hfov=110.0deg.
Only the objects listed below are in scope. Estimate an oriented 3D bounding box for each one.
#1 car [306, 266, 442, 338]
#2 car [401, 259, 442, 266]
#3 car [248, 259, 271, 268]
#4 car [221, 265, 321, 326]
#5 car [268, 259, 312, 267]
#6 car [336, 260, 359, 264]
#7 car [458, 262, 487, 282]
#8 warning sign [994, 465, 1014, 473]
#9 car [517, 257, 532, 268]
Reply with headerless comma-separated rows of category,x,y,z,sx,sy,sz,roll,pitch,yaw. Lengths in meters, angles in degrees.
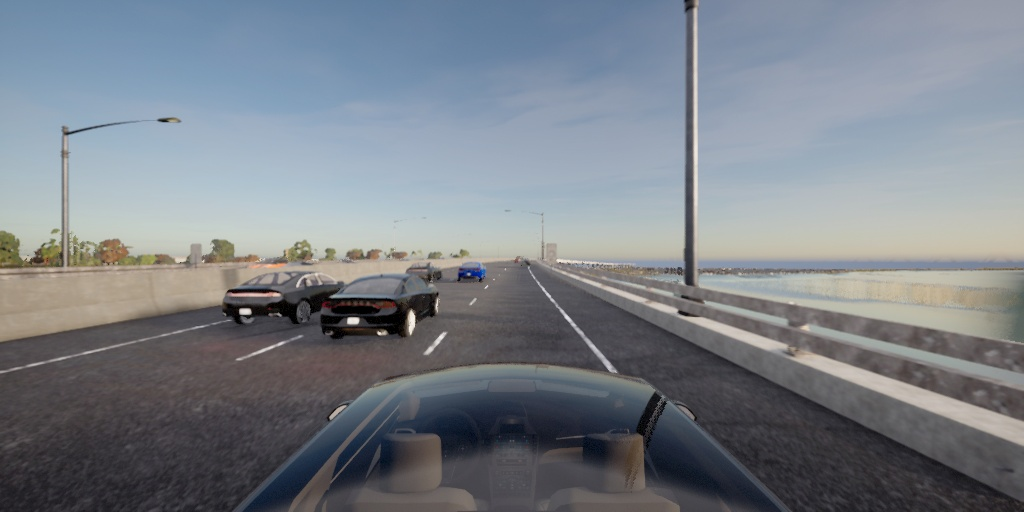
car,-3.380,1.217,10.143,1.882,1.535,5.008,0,0,0
car,-6.694,1.218,27.606,2.128,1.511,4.902,0,0,1
car,-24.229,1.076,35.993,2.097,1.767,4.553,0,0,1
car,-6.868,1.229,11.683,2.128,1.511,4.902,0,0,0
car,-20.762,1.250,34.574,1.812,1.442,4.674,0,0,1
car,-17.202,1.215,37.236,2.128,1.511,4.902,0,0,1
car,-3.166,1.203,29.170,1.882,1.535,5.008,0,0,1
warning sign,4.549,0.865,2.527,1.300,1.860,1.060,0,0,0
car,2.309,1.228,62.056,1.837,1.490,4.892,0,0,2
